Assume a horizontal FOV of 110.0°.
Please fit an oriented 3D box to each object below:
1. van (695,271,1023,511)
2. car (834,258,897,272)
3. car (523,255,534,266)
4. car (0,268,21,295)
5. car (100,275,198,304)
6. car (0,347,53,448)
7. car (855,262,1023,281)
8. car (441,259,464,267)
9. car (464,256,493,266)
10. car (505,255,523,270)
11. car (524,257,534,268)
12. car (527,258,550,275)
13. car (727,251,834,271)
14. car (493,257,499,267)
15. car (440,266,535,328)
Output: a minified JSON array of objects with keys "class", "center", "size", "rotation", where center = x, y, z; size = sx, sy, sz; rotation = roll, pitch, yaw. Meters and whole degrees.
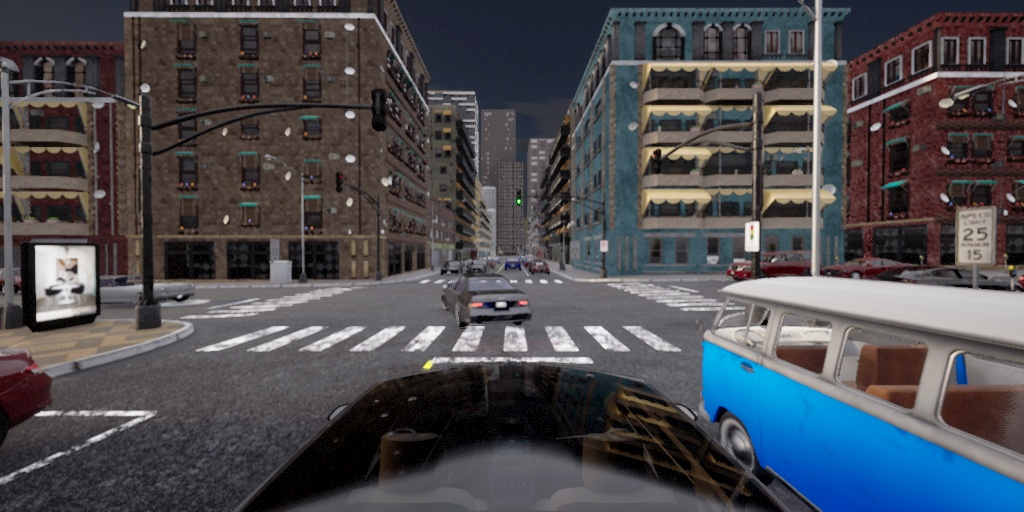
[{"class":"van","center":[2.689,1.088,2.027],"size":[1.690,1.789,3.998],"rotation":[0,0,0]},{"class":"car","center":[21.348,0.796,21.614],"size":[4.507,1.381,1.888],"rotation":[0,0,0]},{"class":"car","center":[2.702,0.972,50.991],"size":[1.888,1.381,4.507],"rotation":[0,0,0]},{"class":"car","center":[-30.256,1.441,21.391],"size":[4.097,1.591,1.967],"rotation":[0,0,0]},{"class":"car","center":[-16.675,1.490,15.577],"size":[4.718,1.301,1.895],"rotation":[-1,1,-1]},{"class":"car","center":[-5.692,1.330,2.031],"size":[1.802,1.307,4.207],"rotation":[0,0,0]},{"class":"car","center":[15.796,1.019,13.196],"size":[4.313,1.339,1.948],"rotation":[0,0,0]},{"class":"car","center":[-5.684,1.097,34.435],"size":[1.948,1.339,4.313],"rotation":[0,0,0]},{"class":"car","center":[-3.082,1.041,33.773],"size":[1.837,1.490,4.892],"rotation":[0,0,0]},{"class":"car","center":[0.110,0.945,44.501],"size":[1.882,1.535,5.008],"rotation":[0,0,0]},{"class":"car","center":[2.699,1.062,39.944],"size":[1.948,1.339,4.313],"rotation":[0,0,0]},{"class":"car","center":[2.697,1.113,34.421],"size":[1.802,1.307,4.207],"rotation":[0,0,0]},{"class":"car","center":[15.777,0.646,21.576],"size":[5.009,1.841,2.192],"rotation":[0,0,0]},{"class":"car","center":[-3.074,1.063,45.358],"size":[1.895,1.301,4.718],"rotation":[0,0,0]},{"class":"car","center":[-1.034,1.232,11.242],"size":[2.033,1.411,5.357],"rotation":[0,0,-18]}]
